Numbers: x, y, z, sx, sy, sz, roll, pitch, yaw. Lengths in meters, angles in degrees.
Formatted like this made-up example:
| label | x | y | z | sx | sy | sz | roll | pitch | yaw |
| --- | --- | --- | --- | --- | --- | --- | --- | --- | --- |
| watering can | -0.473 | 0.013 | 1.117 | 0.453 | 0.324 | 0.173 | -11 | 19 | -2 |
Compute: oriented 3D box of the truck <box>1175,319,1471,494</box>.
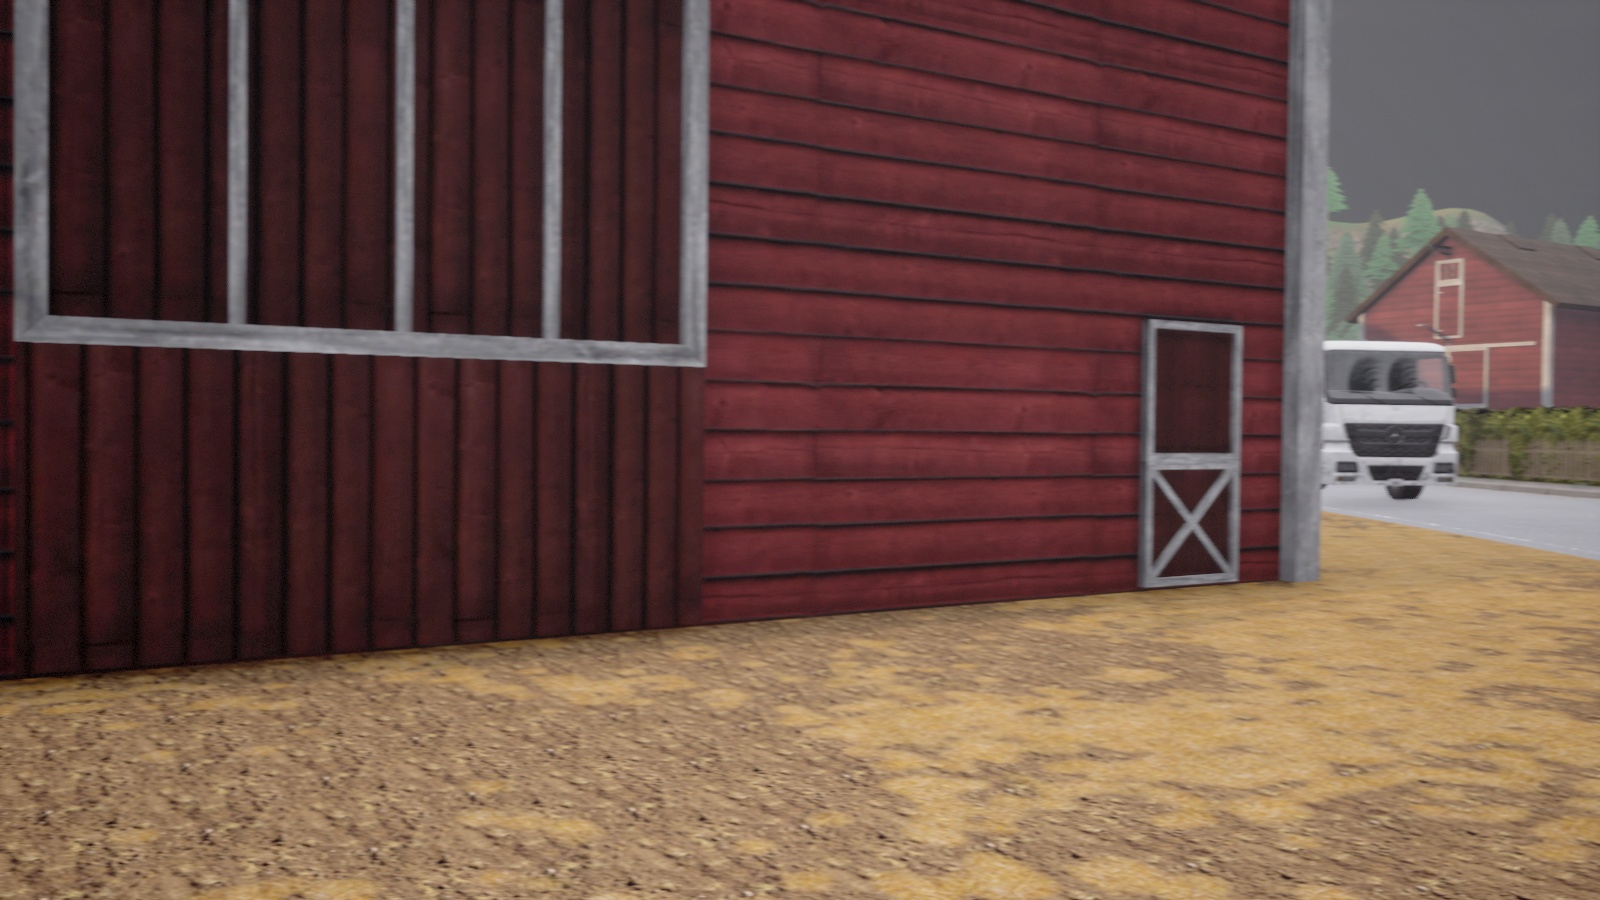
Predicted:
| label | x | y | z | sx | sy | sz | roll | pitch | yaw |
| --- | --- | --- | --- | --- | --- | --- | --- | --- | --- |
| truck | 11.627 | -0.963 | 29.000 | 2.891 | 3.462 | 7.936 | -1 | 1 | -6 |
